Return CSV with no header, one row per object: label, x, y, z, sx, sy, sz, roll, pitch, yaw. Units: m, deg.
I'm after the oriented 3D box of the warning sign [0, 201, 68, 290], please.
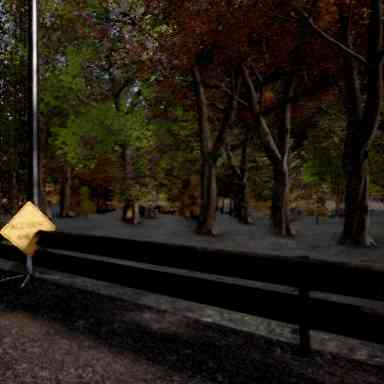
warning sign,-3.853,1.158,7.884,1.060,1.860,1.300,-1,0,35
